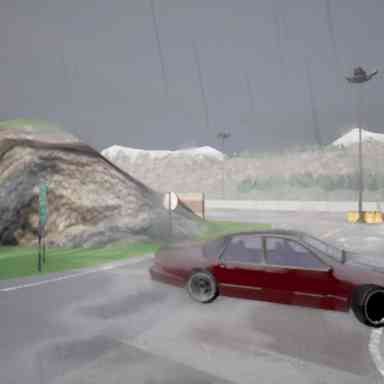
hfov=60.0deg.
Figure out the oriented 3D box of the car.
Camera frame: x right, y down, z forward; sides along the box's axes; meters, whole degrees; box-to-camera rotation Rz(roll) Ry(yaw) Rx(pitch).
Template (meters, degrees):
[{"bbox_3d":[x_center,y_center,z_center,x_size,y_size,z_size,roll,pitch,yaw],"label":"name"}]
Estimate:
[{"bbox_3d":[1.755,1.492,6.793,5.357,1.411,2.033,0,0,24],"label":"car"}]
